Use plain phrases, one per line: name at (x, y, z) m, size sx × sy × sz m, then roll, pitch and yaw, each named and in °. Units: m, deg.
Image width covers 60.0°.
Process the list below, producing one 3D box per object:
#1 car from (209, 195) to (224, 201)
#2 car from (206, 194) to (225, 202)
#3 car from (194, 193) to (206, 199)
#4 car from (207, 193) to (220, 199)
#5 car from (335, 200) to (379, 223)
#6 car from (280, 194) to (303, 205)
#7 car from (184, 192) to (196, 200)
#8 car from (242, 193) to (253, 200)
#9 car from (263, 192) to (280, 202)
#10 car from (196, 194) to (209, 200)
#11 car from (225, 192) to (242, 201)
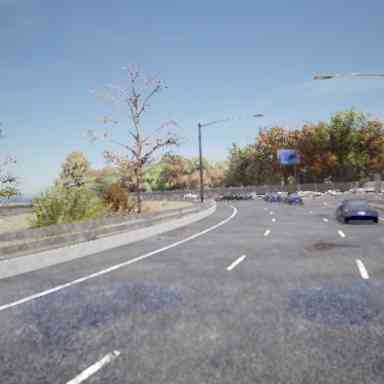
car at (6.152, 1.440, 83.302) m, size 1.895 × 1.301 × 4.718 m, roll -2°, pitch 0°, yaw -19°
car at (5.192, 1.396, 73.070) m, size 1.812 × 1.442 × 4.674 m, roll -2°, pitch 0°, yaw -12°
car at (2.924, 1.445, 81.848) m, size 1.882 × 1.535 × 5.008 m, roll -2°, pitch 0°, yaw -19°
car at (6.063, 1.198, 93.990) m, size 1.812 × 1.442 × 4.674 m, roll -2°, pitch 0°, yaw -25°
car at (10.515, 1.185, 21.477) m, size 1.994 × 1.385 × 4.181 m, roll -2°, pitch 0°, yaw 16°
car at (14.306, 1.026, 47.268) m, size 1.812 × 1.442 × 4.674 m, roll -2°, pitch 0°, yaw 2°
car at (-0.446, 1.146, 91.394) m, size 2.150 × 2.045 × 5.566 m, roll -2°, pitch 0°, yaw -25°
car at (11.926, 0.970, 74.976) m, size 2.097 × 1.767 × 4.553 m, roll -2°, pitch 0°, yaw -12°
car at (14.119, 0.866, 58.605) m, size 2.097 × 1.767 × 4.553 m, roll -2°, pitch 0°, yaw -4°
car at (2.821, 1.350, 92.678) m, size 1.994 × 1.385 × 4.181 m, roll -2°, pitch 0°, yaw -25°
car at (8.518, 0.970, 74.227) m, size 2.150 × 2.045 × 5.566 m, roll -2°, pitch 0°, yaw -12°
